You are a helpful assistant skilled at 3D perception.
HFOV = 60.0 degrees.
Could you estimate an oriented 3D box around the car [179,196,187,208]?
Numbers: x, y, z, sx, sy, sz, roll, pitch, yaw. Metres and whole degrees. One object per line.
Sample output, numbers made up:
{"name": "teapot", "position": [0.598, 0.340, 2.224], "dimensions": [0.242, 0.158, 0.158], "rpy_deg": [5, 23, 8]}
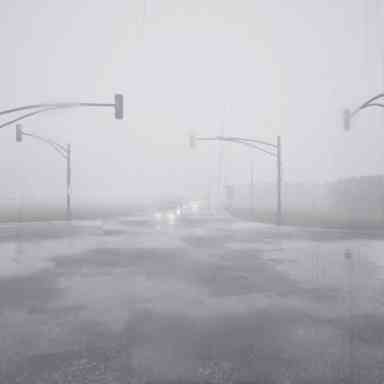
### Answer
{"name": "car", "position": [-2.315, 1.485, 48.668], "dimensions": [2.128, 1.511, 4.902], "rpy_deg": [0, 0, 3]}

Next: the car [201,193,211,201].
{"name": "car", "position": [3.339, 1.191, 79.102], "dimensions": [2.150, 2.045, 5.566], "rpy_deg": [0, 0, 5]}

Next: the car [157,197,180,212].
{"name": "car", "position": [-2.823, 1.600, 38.266], "dimensions": [1.895, 1.301, 4.718], "rpy_deg": [0, 0, 3]}
